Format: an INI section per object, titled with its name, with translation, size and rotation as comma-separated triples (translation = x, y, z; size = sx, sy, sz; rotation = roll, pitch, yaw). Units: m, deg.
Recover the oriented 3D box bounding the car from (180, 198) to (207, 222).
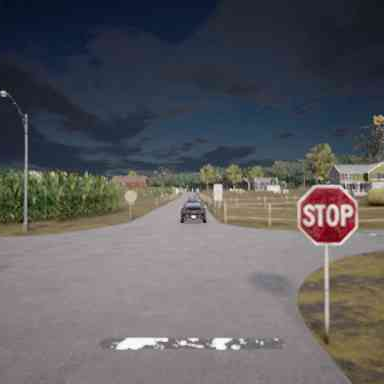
[car]
translation = 0.114, 1.511, 26.100
size = 1.837, 1.490, 4.892
rotation = 0, 0, 0
